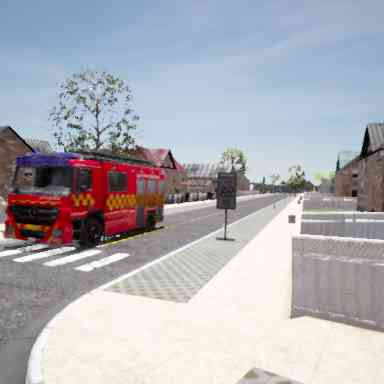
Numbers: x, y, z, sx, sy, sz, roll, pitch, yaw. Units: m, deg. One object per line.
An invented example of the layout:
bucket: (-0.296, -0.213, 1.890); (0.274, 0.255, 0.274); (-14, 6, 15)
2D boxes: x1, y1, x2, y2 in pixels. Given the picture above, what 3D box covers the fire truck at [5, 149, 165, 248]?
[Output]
fire truck: (-4.180, 0.170, 15.553); (2.891, 3.827, 8.468); (2, 1, 19)
